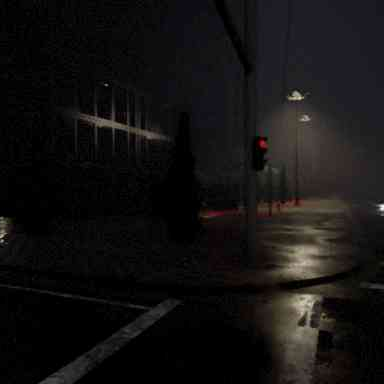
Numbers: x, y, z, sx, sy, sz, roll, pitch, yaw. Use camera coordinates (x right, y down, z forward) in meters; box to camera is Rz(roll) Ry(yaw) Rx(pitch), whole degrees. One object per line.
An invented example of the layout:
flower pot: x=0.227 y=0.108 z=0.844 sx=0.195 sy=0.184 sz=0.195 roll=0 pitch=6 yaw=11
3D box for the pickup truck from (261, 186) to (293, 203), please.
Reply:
pickup truck: x=9.781 y=0.262 z=41.159 sx=6.274 sy=2.098 sz=2.390 roll=-1 pitch=1 yaw=-36

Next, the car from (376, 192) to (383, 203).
car: x=23.739 y=0.690 z=40.539 sx=1.895 sy=1.301 sz=4.718 roll=0 pitch=1 yaw=24
